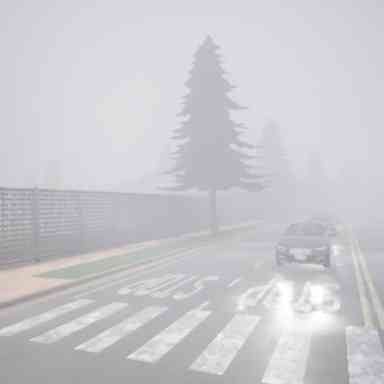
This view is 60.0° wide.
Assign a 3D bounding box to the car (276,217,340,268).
[{"bbox_3d":[4.617,1.981,13.340,2.128,1.511,4.902,-3,-3,24],"label":"car"}]

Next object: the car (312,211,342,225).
[{"bbox_3d":[9.067,2.287,23.107,2.128,1.511,4.902,-3,-3,24],"label":"car"}]

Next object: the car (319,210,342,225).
[{"bbox_3d":[14.943,2.751,35.688,1.994,1.385,4.181,-3,-3,26],"label":"car"}]
